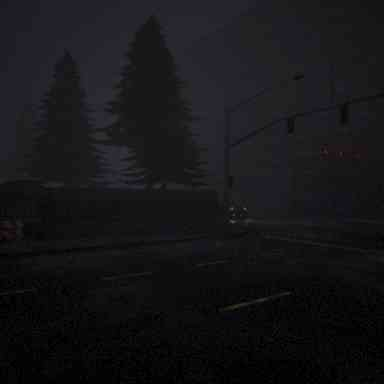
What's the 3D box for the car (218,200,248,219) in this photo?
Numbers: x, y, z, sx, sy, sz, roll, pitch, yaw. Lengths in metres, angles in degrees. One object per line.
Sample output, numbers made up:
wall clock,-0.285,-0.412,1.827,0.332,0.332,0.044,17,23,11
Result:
car,3.148,1.571,31.548,2.097,1.767,4.553,1,-1,-35
